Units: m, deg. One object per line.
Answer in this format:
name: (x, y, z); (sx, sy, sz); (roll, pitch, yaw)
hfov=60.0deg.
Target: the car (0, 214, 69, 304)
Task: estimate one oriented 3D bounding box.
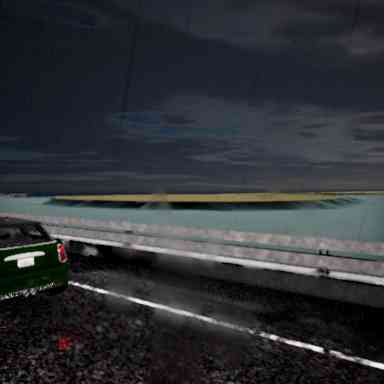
car: (-4.827, 1.325, 7.448); (4.553, 1.767, 2.097); (0, 0, 36)
